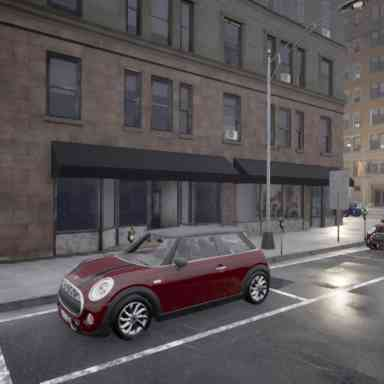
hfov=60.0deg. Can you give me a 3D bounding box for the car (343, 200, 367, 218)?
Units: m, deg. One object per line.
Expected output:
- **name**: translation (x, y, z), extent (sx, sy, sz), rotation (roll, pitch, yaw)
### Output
- **car**: translation (12.325, 1.123, 29.458), extent (2.150, 2.045, 5.566), rotation (1, 0, -36)

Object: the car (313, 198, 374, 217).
- **car**: translation (14.453, 1.416, 32.055), extent (2.128, 1.511, 4.902), rotation (1, 0, -36)

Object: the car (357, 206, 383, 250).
- **car**: translation (8.516, 1.445, 12.879), extent (4.097, 1.590, 1.967), rotation (0, 0, -36)

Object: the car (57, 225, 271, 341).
- **car**: translation (-0.411, 1.441, 6.473), extent (4.097, 1.590, 1.967), rotation (0, 0, -36)
